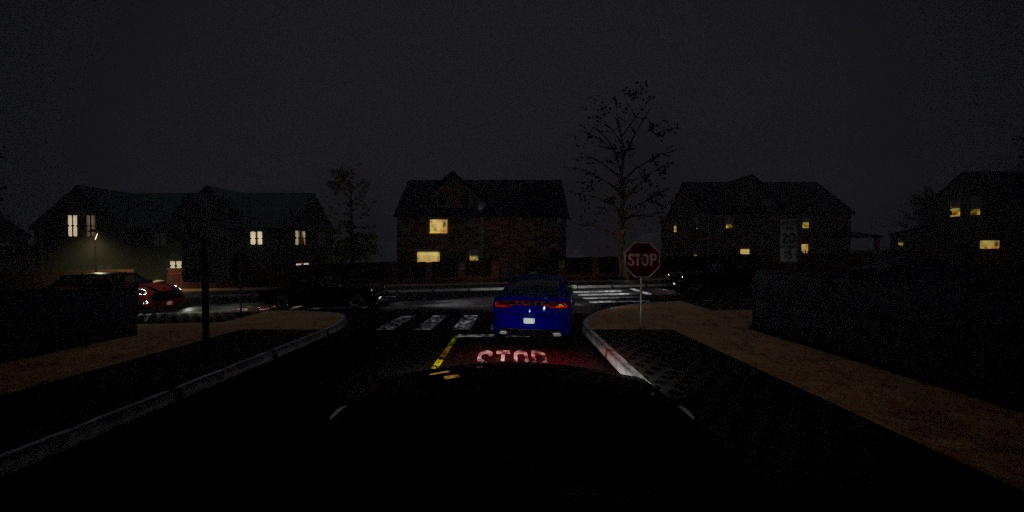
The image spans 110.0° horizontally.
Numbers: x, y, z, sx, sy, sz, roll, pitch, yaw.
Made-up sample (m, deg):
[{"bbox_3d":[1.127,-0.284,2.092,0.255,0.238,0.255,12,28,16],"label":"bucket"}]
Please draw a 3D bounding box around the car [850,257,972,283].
[{"bbox_3d":[20.044,0.753,18.232,5.357,1.411,2.033,-1,1,0],"label":"car"}]

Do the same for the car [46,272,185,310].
[{"bbox_3d":[-16.809,1.471,15.233,4.553,1.767,2.097,-1,1,0],"label":"car"}]

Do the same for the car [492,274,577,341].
[{"bbox_3d":[0.780,1.226,10.046,1.882,1.535,5.008,0,0,10],"label":"car"}]

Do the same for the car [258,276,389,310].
[{"bbox_3d":[-7.822,1.506,15.247,4.718,1.301,1.895,-1,1,0],"label":"car"}]

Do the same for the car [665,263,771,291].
[{"bbox_3d":[10.398,1.034,18.188,4.718,1.301,1.895,-1,1,-1],"label":"car"}]
